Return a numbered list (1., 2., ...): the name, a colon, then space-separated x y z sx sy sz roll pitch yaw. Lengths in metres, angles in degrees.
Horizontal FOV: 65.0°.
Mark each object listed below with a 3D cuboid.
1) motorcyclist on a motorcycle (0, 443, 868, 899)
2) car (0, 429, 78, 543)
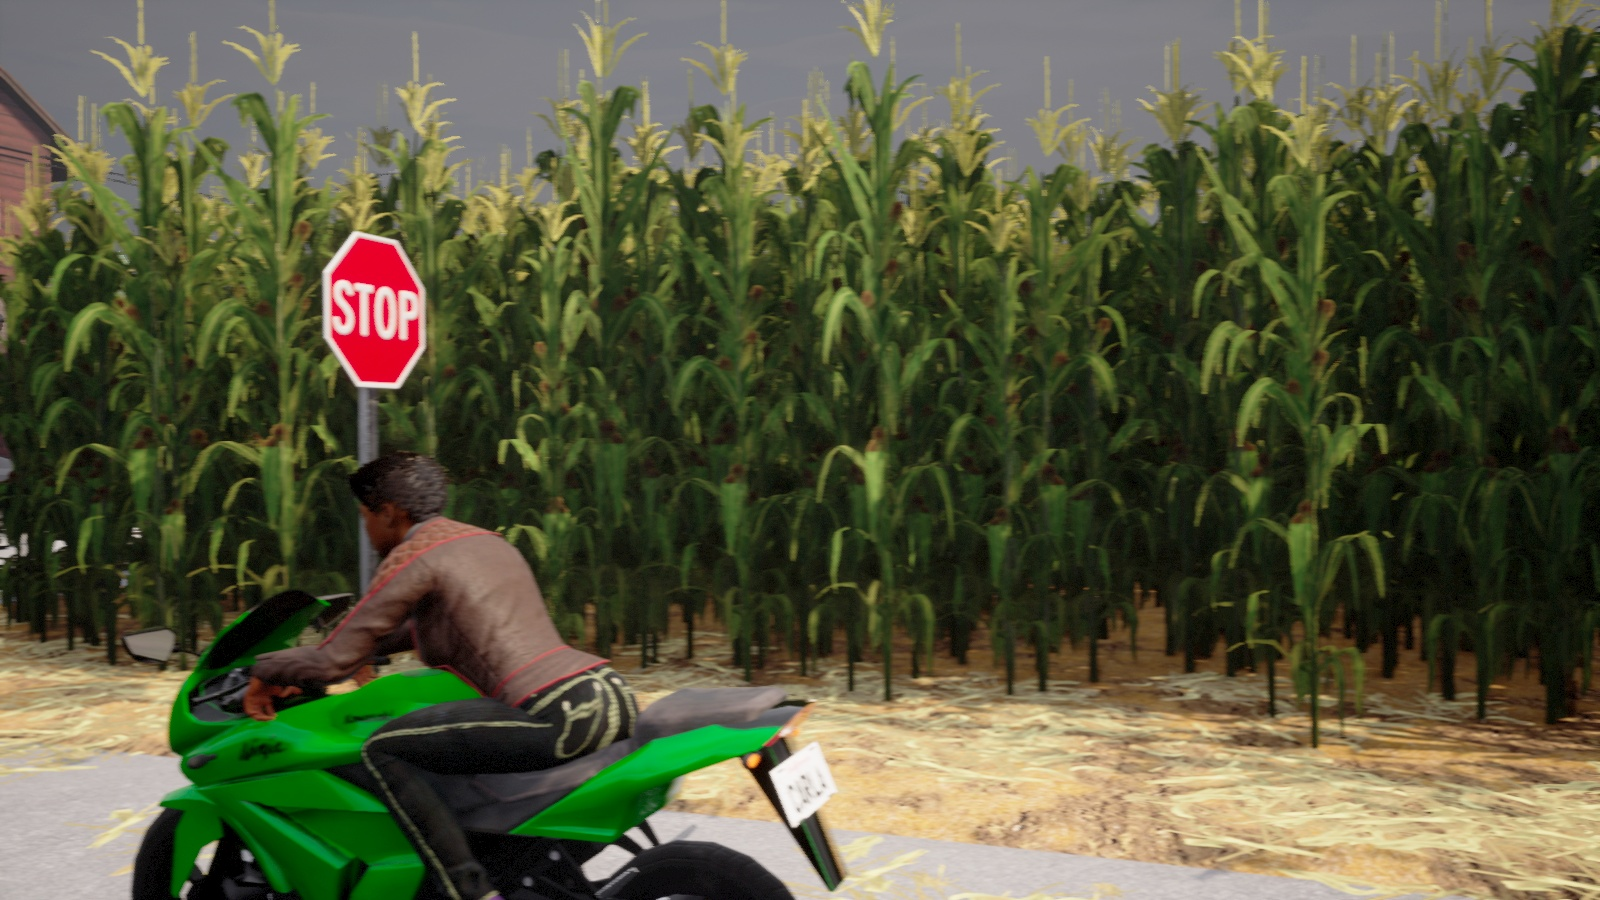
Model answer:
1. motorcyclist on a motorcycle: -0.929 0.754 3.130 2.044 1.523 0.797 1 1 19
2. car: -11.984 0.484 15.726 2.128 1.511 4.902 1 1 19
